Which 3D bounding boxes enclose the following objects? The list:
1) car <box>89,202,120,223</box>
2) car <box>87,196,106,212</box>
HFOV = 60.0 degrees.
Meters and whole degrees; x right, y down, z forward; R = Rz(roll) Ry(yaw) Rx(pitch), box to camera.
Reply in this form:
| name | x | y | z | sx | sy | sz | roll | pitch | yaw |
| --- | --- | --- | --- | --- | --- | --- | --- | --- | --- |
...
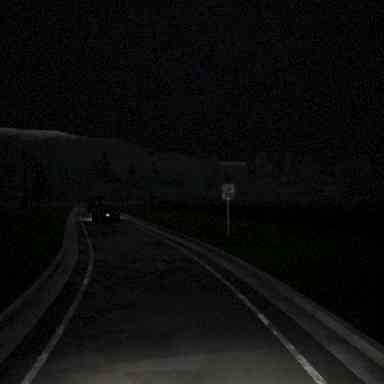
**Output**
| name | x | y | z | sx | sy | sz | roll | pitch | yaw |
| --- | --- | --- | --- | --- | --- | --- | --- | --- | --- |
| car | -7.213 | 1.771 | 27.738 | 1.994 | 1.385 | 4.181 | 0 | 0 | -19 |
| car | -12.668 | 1.559 | 44.129 | 2.150 | 2.045 | 5.566 | 0 | 0 | -18 |
